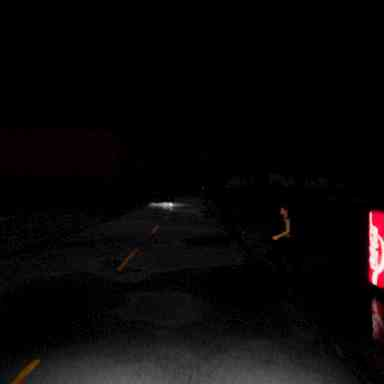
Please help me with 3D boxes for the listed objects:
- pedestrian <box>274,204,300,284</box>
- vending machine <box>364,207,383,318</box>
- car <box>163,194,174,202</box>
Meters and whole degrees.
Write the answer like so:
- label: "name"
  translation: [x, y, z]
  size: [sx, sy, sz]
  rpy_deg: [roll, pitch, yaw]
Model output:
- label: "pedestrian"
  translation: [2.184, 1.148, 7.657]
  size: [0.375, 1.860, 0.375]
  rpy_deg: [0, 0, 0]
- label: "vending machine"
  translation: [4.262, 1.379, 6.734]
  size: [1.100, 2.100, 0.880]
  rpy_deg: [0, 0, 0]
- label: "car"
  translation: [-4.323, 1.160, 62.489]
  size: [2.128, 1.511, 4.902]
  rpy_deg: [0, 0, 0]
